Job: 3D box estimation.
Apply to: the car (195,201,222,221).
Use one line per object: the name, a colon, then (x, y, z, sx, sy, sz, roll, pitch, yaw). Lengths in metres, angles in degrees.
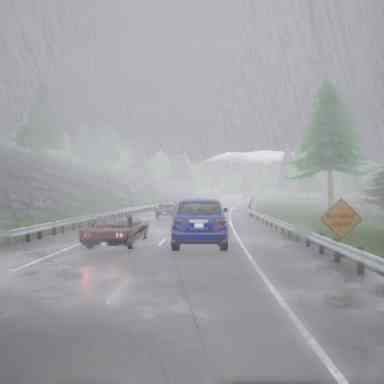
car: (1.519, 1.563, 28.868, 2.033, 1.411, 5.357, 0, 0, 6)

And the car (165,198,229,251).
car: (0.377, 1.258, 14.219, 2.150, 2.045, 5.566, 0, 0, 3)

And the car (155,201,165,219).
car: (-1.962, 1.495, 29.231, 2.128, 1.511, 4.902, 0, 0, 6)

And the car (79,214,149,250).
car: (-3.118, 1.616, 14.400, 1.895, 1.301, 4.718, 0, 0, 3)

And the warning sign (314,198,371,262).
warning sign: (4.589, 1.114, 10.257, 1.300, 1.860, 1.060, 0, 0, 2)
